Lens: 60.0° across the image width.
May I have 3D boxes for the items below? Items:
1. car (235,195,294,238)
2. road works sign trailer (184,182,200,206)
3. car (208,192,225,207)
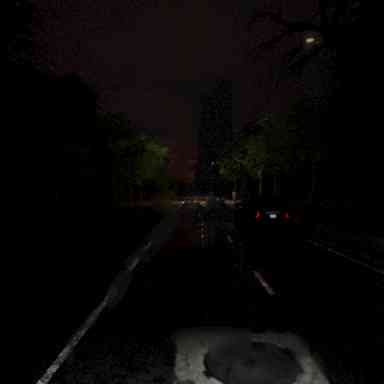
[{"bbox_3d":[3.593,1.152,17.420,2.150,2.045,5.566,0,0,0],"label":"car"},{"bbox_3d":[-0.019,0.296,50.712,2.380,3.560,2.880,0,0,0],"label":"road works sign trailer"},{"bbox_3d":[3.582,1.056,49.284,2.150,2.045,5.566,0,0,0],"label":"car"}]
